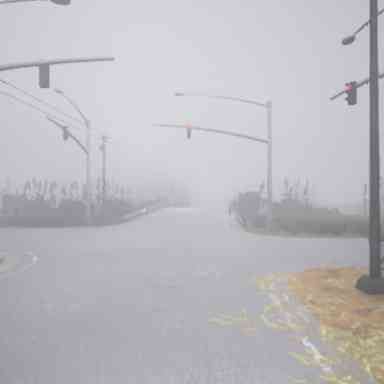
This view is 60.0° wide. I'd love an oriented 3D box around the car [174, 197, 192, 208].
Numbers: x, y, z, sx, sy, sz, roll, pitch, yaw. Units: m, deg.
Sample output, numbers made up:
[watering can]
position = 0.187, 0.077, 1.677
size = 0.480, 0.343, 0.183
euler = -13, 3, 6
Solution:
[car]
position = -1.105, 1.327, 42.399
size = 1.994, 1.385, 4.181
euler = 0, 1, 6
